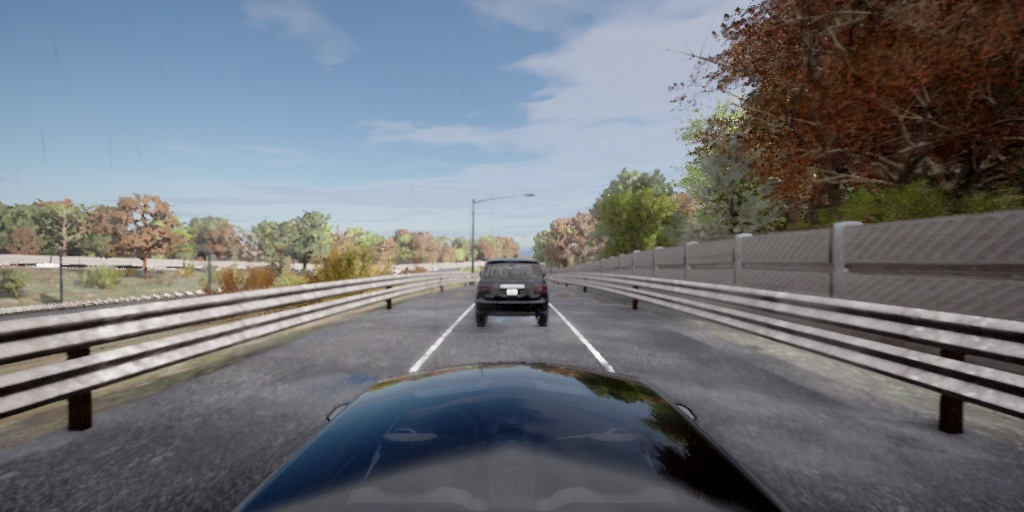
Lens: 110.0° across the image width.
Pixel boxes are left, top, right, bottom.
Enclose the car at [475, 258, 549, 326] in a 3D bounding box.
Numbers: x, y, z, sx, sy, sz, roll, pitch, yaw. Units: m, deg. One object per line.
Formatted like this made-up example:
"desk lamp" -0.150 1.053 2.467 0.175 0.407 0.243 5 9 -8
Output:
"car" 0.008 1.097 12.337 2.150 2.045 5.566 0 -1 0
